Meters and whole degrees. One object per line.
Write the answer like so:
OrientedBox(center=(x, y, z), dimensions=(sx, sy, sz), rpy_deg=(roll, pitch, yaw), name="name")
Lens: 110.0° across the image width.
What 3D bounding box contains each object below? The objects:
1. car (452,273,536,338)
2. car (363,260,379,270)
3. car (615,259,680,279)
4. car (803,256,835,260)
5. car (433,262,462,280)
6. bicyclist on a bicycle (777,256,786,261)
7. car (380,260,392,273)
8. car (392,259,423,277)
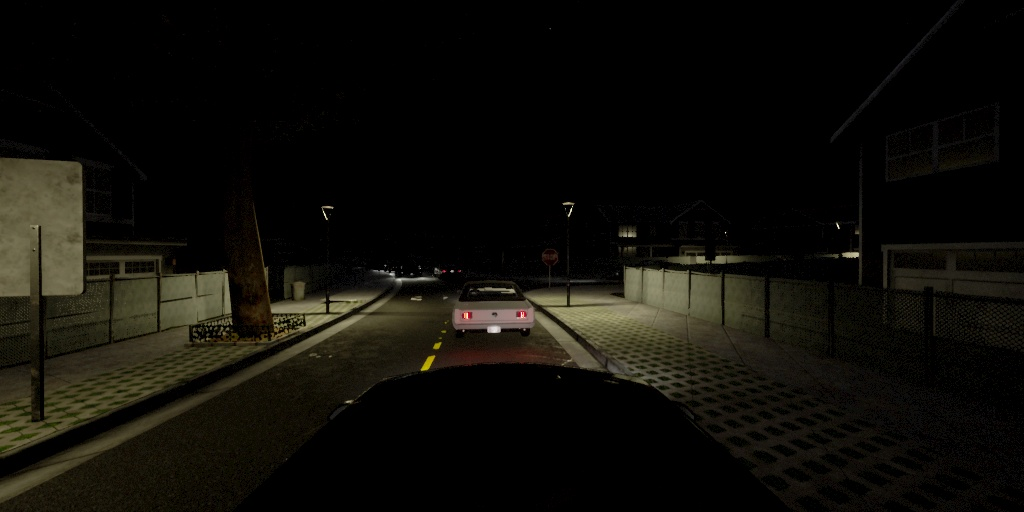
OrientedBox(center=(-0.617, 1.347, 10.194), dimensions=(1.895, 1.301, 4.718), rpy_deg=(0, 0, -6), name="car")
OrientedBox(center=(-19.422, 1.325, 51.509), dimensions=(1.895, 1.301, 4.718), rpy_deg=(0, 0, -36), name="car")
OrientedBox(center=(10.255, 1.019, 27.055), dimensions=(4.902, 1.511, 2.128), rpy_deg=(-1, 1, -9), name="car")
OrientedBox(center=(25.033, 0.813, 29.519), dimensions=(5.008, 1.535, 1.882), rpy_deg=(-1, 1, -11), name="car")
OrientedBox(center=(-5.683, 1.269, 31.344), dimensions=(2.033, 1.411, 5.357), rpy_deg=(0, 0, -20), name="car")
OrientedBox(center=(16.596, 0.799, 22.060), dimensions=(0.582, 1.620, 1.656), rpy_deg=(-1, 0, -9), name="bicyclist on a bicycle")
OrientedBox(center=(-14.176, 1.224, 43.203), dimensions=(1.837, 1.490, 4.892), rpy_deg=(0, 0, -29), name="car")
OrientedBox(center=(-10.066, 1.075, 34.767), dimensions=(2.097, 1.767, 4.553), rpy_deg=(0, 0, -24), name="car")
